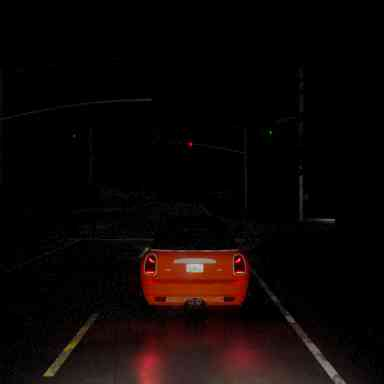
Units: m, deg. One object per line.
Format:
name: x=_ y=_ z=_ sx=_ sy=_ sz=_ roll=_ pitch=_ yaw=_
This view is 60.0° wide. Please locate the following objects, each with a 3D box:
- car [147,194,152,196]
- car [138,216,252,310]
car: x=-11.131 y=1.353 z=76.857 sx=4.553 sy=1.767 sz=2.097 roll=0 pitch=0 yaw=24
car: x=0.058 y=1.352 z=7.954 sx=2.097 sy=1.767 sz=4.553 roll=0 pitch=0 yaw=0
